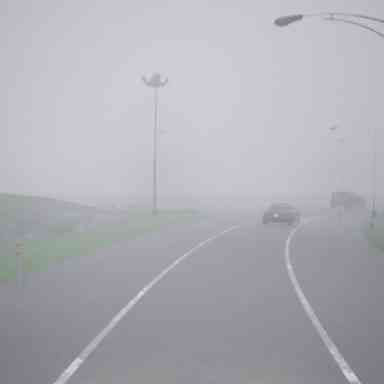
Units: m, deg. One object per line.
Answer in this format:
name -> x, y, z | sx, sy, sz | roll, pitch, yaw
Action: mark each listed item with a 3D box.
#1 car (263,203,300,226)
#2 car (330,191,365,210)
car -> 6.294, 1.463, 23.193 | 1.994, 1.385, 4.181 | 1, 1, 26
car -> 18.061, 0.951, 38.562 | 5.566, 2.045, 2.150 | 0, 1, -42
